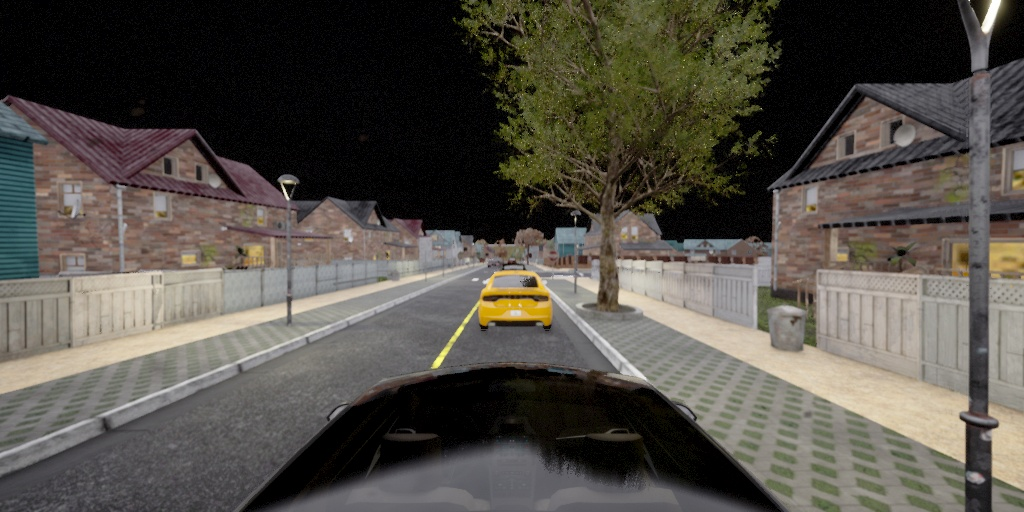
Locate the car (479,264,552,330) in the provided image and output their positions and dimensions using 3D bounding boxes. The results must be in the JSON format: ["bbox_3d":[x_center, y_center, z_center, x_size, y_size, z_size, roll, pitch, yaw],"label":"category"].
[{"bbox_3d":[0.093,1.182,10.976,1.882,1.535,5.008,0,0,0],"label":"car"}]

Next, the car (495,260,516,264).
[{"bbox_3d":[0.090,1.176,21.658,1.837,1.490,4.892,0,0,0],"label":"car"}]

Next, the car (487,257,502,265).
[{"bbox_3d":[-2.833,1.222,57.084,1.994,1.385,4.181,0,0,0],"label":"car"}]
